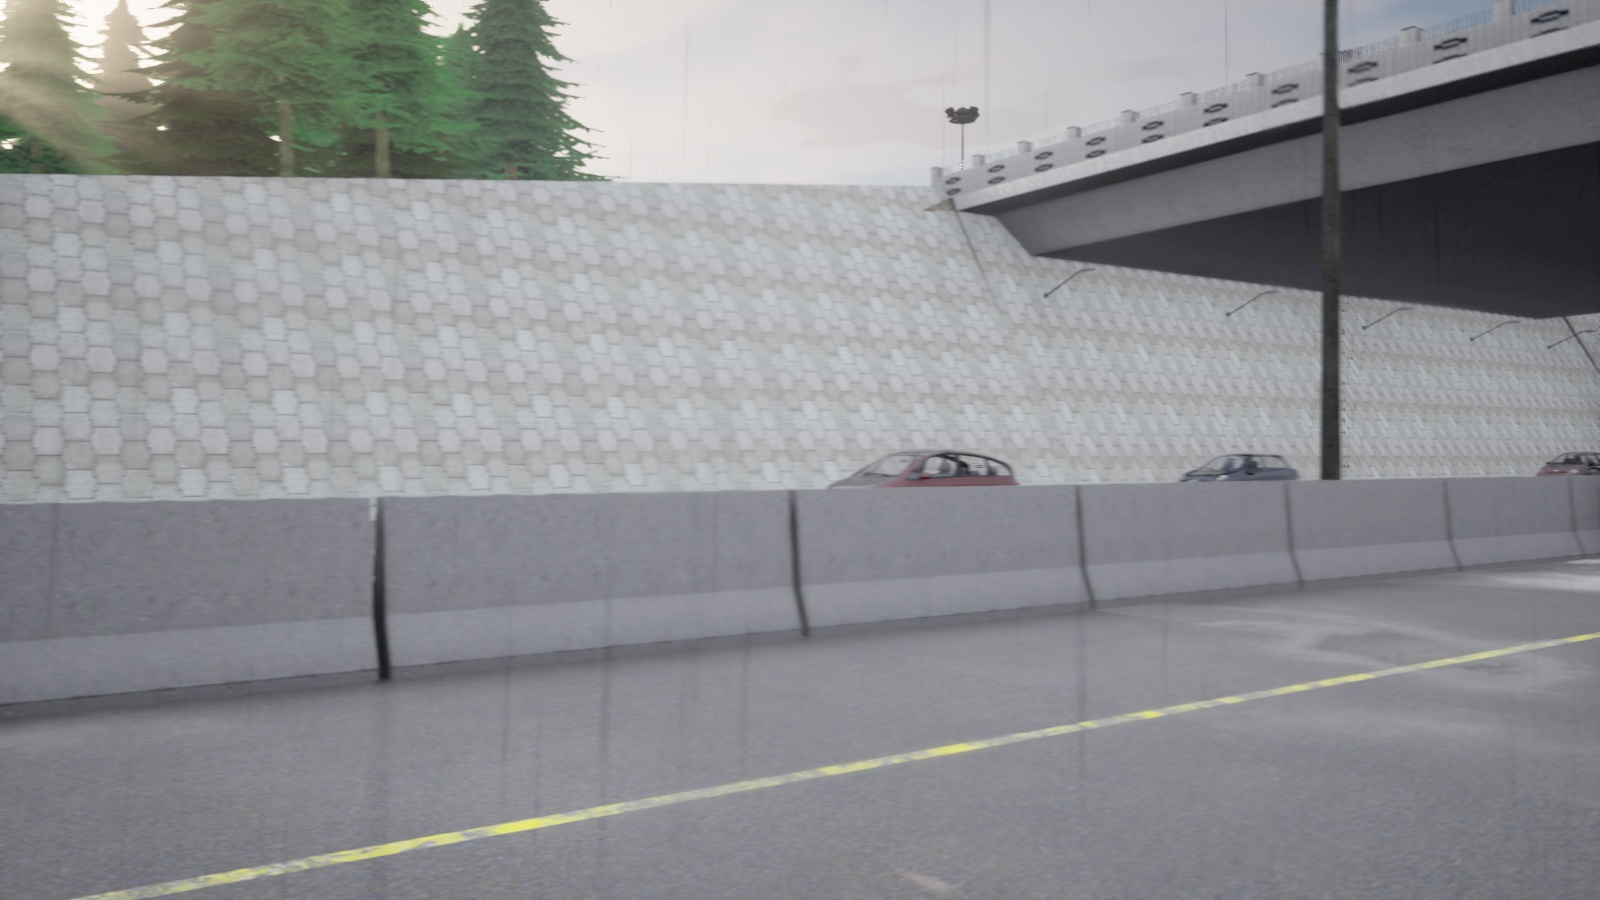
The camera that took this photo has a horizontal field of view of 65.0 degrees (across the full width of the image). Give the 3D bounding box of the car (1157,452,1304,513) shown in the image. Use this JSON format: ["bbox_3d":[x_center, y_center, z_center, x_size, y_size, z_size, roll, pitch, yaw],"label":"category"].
[{"bbox_3d":[11.277,0.816,32.829,3.633,1.501,1.845,0,0,-35],"label":"car"}]

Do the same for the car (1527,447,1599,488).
[{"bbox_3d":[31.601,0.704,51.236,3.988,1.617,1.851,0,0,-35],"label":"car"}]

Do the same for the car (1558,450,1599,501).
[{"bbox_3d":[25.553,0.743,38.497,4.902,1.511,2.128,0,0,-35],"label":"car"}]

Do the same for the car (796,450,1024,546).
[{"bbox_3d":[1.957,0.774,22.078,3.705,1.549,1.789,0,0,-35],"label":"car"}]
